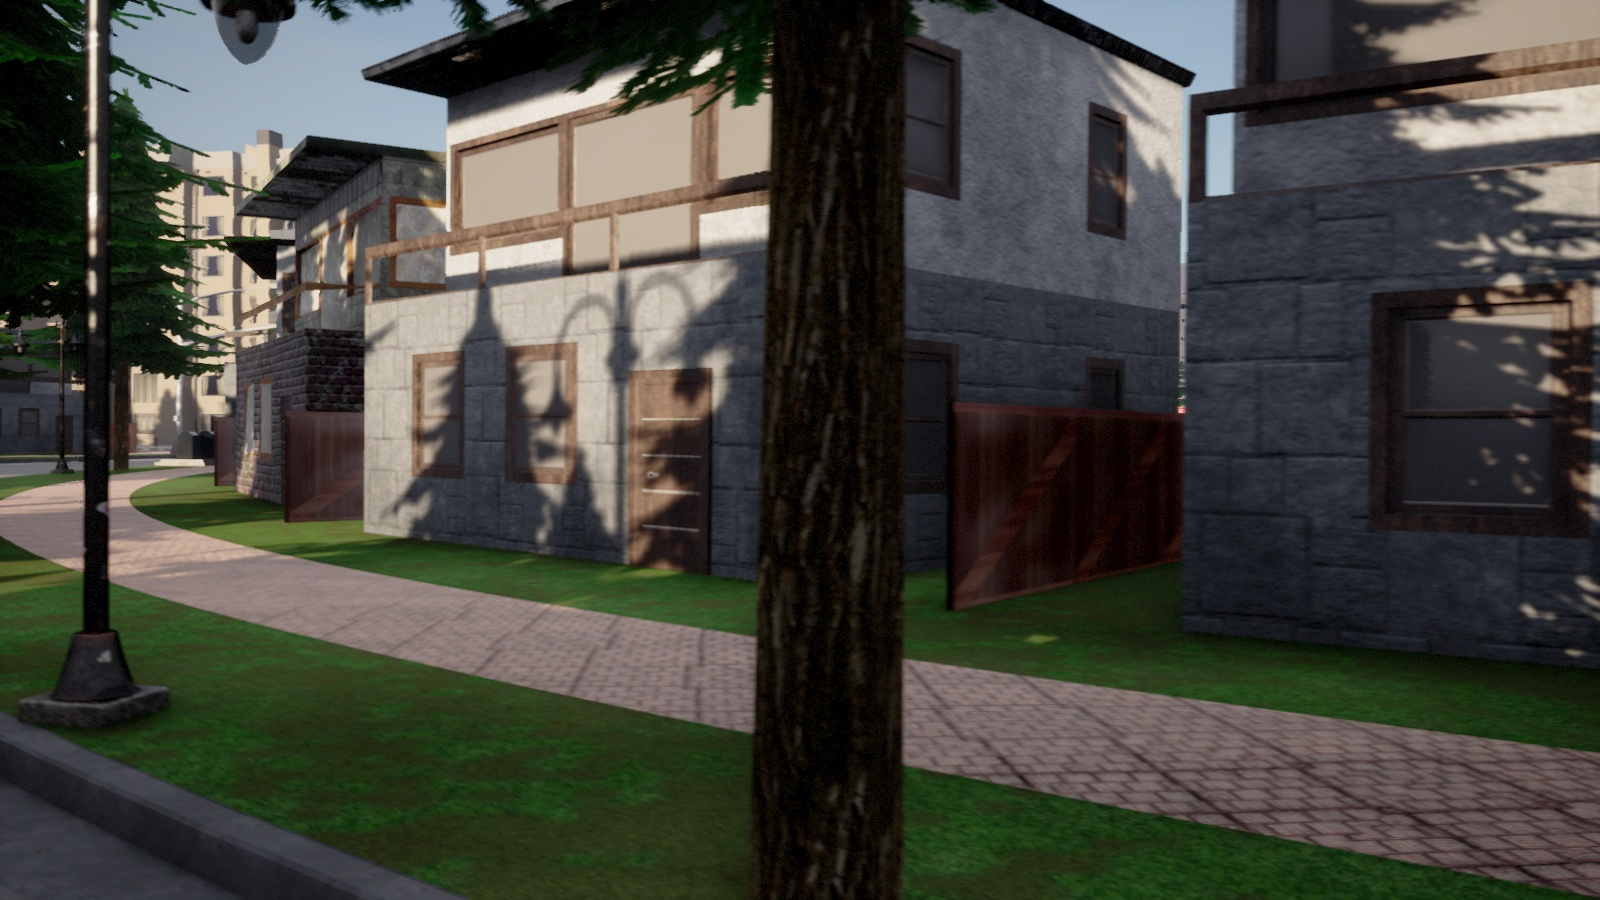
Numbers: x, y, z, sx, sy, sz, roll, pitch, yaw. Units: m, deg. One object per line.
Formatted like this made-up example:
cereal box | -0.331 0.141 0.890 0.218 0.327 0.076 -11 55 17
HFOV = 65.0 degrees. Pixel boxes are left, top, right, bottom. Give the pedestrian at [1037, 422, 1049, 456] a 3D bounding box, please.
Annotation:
pedestrian | 13.381 -0.594 69.087 0.634 1.846 0.331 0 1 12
